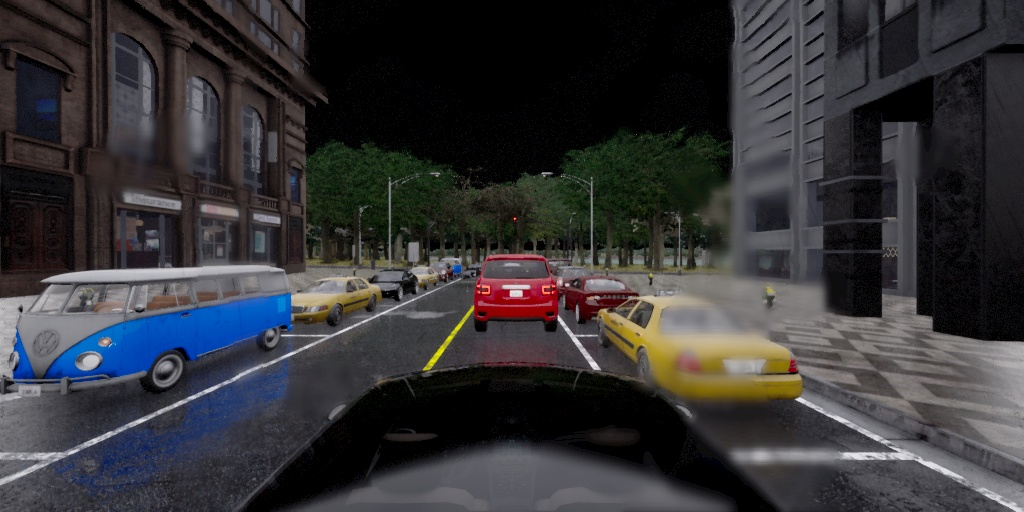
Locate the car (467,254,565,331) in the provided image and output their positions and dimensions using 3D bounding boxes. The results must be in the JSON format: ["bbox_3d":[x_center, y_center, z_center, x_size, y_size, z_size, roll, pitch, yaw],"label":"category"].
[{"bbox_3d":[0.104,0.972,11.077,2.150,2.045,5.566,0,0,0],"label":"car"}]

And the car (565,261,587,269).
[{"bbox_3d":[2.764,1.191,17.257,1.967,1.591,4.097,0,0,0],"label":"car"}]

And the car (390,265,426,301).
[{"bbox_3d":[-5.762,1.317,17.258,1.948,1.339,4.313,0,0,0],"label":"car"}]

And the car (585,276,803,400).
[{"bbox_3d":[2.763,1.275,6.552,1.751,1.417,4.829,0,0,0],"label":"car"}]

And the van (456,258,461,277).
[{"bbox_3d":[-5.760,1.096,33.570,1.690,1.789,3.998,0,0,0],"label":"van"}]

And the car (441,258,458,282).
[{"bbox_3d":[-5.760,1.193,28.133,1.967,1.591,4.097,0,0,0],"label":"car"}]

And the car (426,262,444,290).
[{"bbox_3d":[-5.761,1.277,22.525,1.751,1.417,4.829,0,0,0],"label":"car"}]

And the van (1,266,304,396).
[{"bbox_3d":[-5.763,1.091,6.383,1.690,1.789,3.998,0,0,0],"label":"van"}]

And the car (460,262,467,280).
[{"bbox_3d":[-2.997,1.356,30.955,1.994,1.385,4.181,0,0,0],"label":"car"}]

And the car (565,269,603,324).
[{"bbox_3d":[2.763,1.295,11.819,1.888,1.381,4.507,0,0,0],"label":"car"}]

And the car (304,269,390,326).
[{"bbox_3d":[-5.762,1.276,11.651,1.751,1.417,4.829,0,0,0],"label":"car"}]

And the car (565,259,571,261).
[{"bbox_3d":[2.764,1.067,22.694,2.192,1.841,5.009,0,0,0],"label":"car"}]
